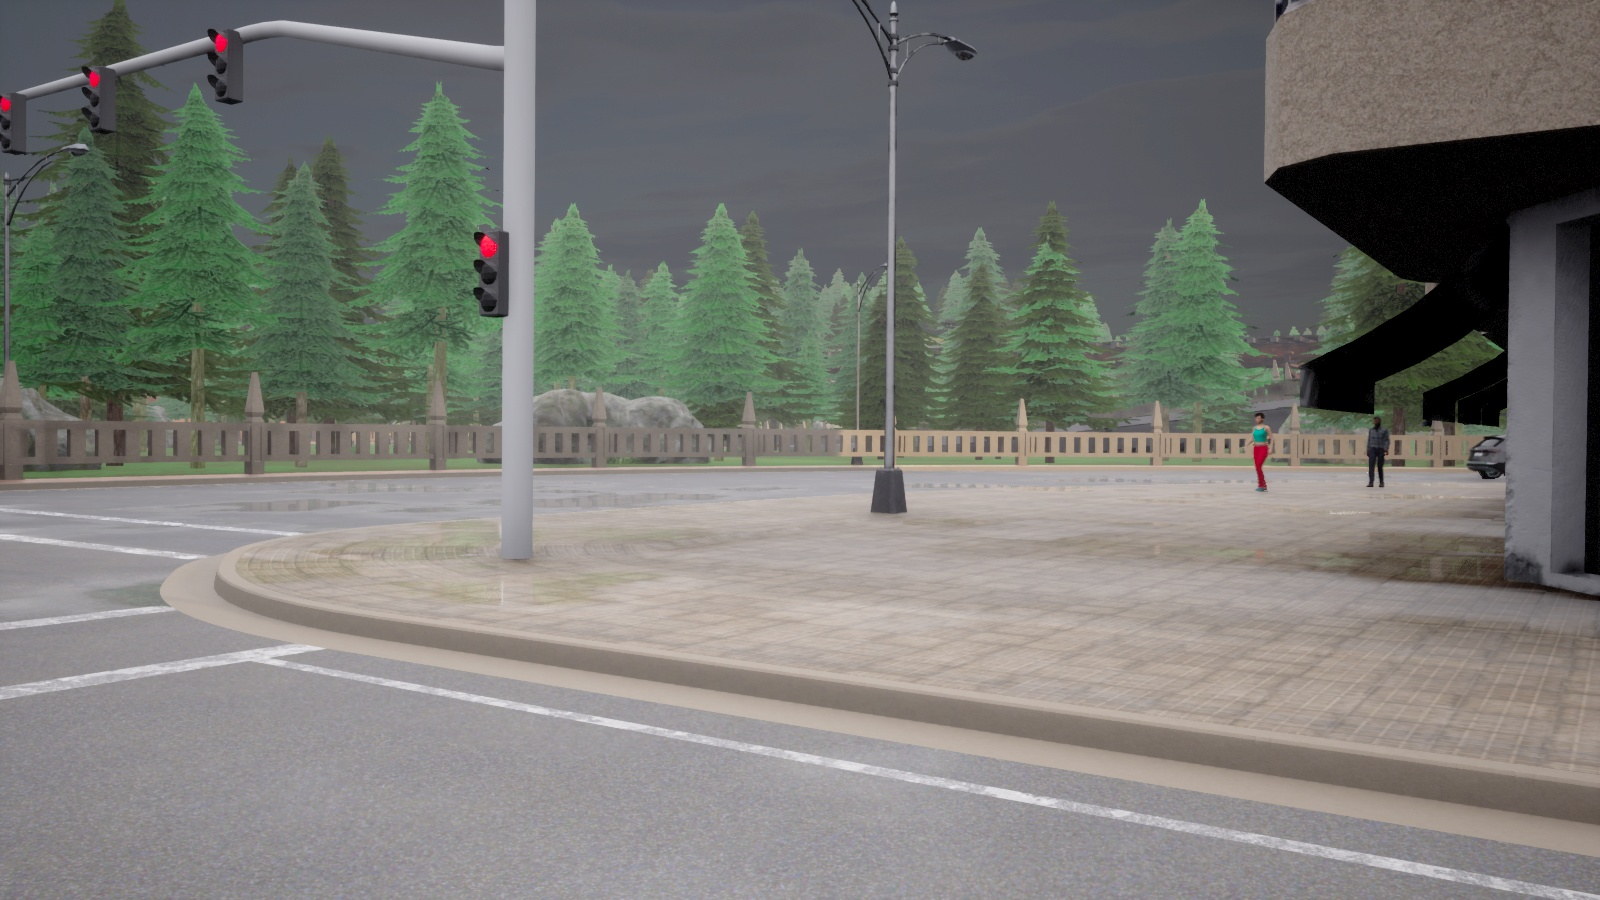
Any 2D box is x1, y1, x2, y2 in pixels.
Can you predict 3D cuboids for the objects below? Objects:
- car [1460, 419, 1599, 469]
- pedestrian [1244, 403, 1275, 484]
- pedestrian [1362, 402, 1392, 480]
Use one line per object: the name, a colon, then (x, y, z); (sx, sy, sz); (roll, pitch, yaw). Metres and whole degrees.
car: (25.662, -0.216, 43.174); (4.856, 1.649, 2.033); (-1, 1, 0)
pedestrian: (10.503, -0.157, 28.680); (0.594, 1.836, 0.345); (-1, 1, -27)
pedestrian: (14.522, -0.235, 31.601); (0.788, 1.949, 0.423); (-1, 1, -43)
